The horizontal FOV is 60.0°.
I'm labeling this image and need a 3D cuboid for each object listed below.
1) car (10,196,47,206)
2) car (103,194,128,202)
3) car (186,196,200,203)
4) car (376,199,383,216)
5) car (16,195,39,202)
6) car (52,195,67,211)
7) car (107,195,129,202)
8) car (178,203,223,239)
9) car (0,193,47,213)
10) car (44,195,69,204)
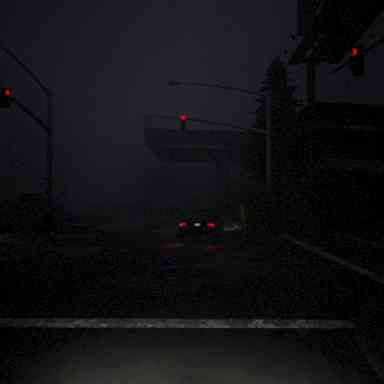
[{"bbox_3d":[-24.008,1.298,49.013,4.514,1.523,2.007,0,0,0],"label":"car"},{"bbox_3d":[-16.414,1.330,70.894,5.027,1.636,2.152,0,0,0],"label":"car"},{"bbox_3d":[0.118,1.352,50.181,2.097,1.767,4.553,0,0,0],"label":"car"},{"bbox_3d":[17.239,1.480,32.953,2.242,1.667,4.611,0,0,0],"label":"car"},{"bbox_3d":[-35.080,1.384,70.937,3.806,1.475,1.970,0,0,0],"label":"car"},{"bbox_3d":[-16.171,1.361,36.638,3.806,1.475,1.970,0,0,0],"label":"car"},{"bbox_3d":[-16.484,1.339,74.031,4.514,1.523,2.007,0,0,0],"label":"car"},{"bbox_3d":[0.523,1.494,16.964,2.033,1.411,5.357,1,0,7],"label":"car"},{"bbox_3d":[-16.764,1.077,33.310,3.866,1.878,1.905,0,0,0],"label":"car"},{"bbox_3d":[-24.022,1.319,59.006,3.633,1.501,1.845,0,0,0],"label":"car"}]
